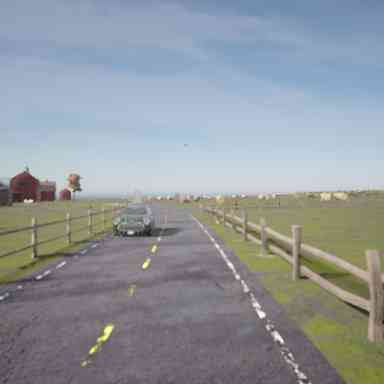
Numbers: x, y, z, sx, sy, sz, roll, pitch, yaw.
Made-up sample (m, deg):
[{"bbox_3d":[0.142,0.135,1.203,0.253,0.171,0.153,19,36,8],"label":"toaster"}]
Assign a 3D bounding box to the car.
[{"bbox_3d":[-3.310,1.577,19.739,2.097,1.767,4.553,0,-1,-3],"label":"car"}]
